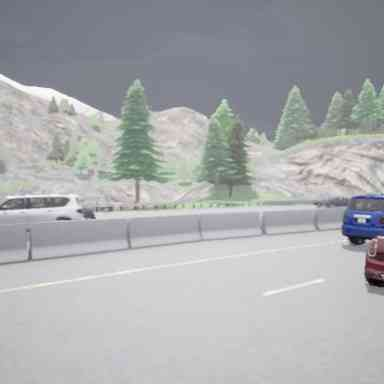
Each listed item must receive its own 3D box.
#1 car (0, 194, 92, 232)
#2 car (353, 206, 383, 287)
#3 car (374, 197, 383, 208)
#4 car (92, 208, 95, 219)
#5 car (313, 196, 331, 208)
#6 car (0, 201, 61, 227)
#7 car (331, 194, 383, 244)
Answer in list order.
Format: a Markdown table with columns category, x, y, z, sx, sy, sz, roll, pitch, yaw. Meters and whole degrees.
| category | x | y | z | sx | sy | sz | roll | pitch | yaw |
| --- | --- | --- | --- | --- | --- | --- | --- | --- | --- |
| car | -7.898 | 1.118 | 15.510 | 5.566 | 2.045 | 2.150 | 0 | 0 | -35 |
| car | 6.127 | 1.281 | 7.768 | 4.553 | 1.767 | 2.097 | 0 | 1 | -33 |
| car | 24.862 | 1.248 | 40.814 | 4.718 | 1.301 | 1.895 | 0 | 0 | -21 |
| car | -8.199 | 1.372 | 19.513 | 4.892 | 1.490 | 1.837 | 0 | 0 | -34 |
| car | 17.804 | 1.201 | 41.721 | 5.357 | 1.411 | 2.033 | 0 | 0 | -23 |
| car | -11.199 | 1.382 | 21.705 | 4.674 | 1.442 | 1.812 | 0 | 0 | -34 |
| car | 8.395 | 1.105 | 13.265 | 5.566 | 2.045 | 2.150 | 0 | 0 | -30 |
